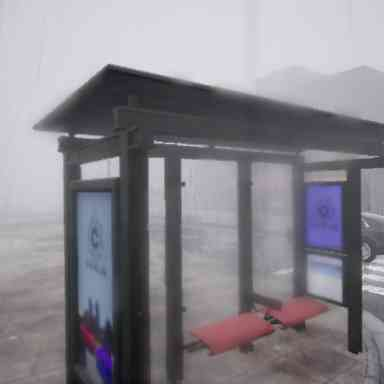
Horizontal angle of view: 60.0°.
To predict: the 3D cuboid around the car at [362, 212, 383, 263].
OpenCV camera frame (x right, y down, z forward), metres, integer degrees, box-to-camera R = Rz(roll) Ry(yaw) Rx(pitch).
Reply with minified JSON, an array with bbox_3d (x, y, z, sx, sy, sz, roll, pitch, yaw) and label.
[{"bbox_3d":[5.574,1.462,12.151,1.837,1.490,4.892,3,-1,-27],"label":"car"}]
